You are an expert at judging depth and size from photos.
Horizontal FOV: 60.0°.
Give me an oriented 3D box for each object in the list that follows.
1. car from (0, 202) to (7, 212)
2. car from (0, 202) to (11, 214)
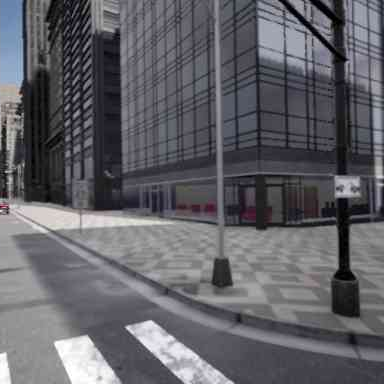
[{"bbox_3d":[-30.084,2.323,51.887,1.895,1.301,4.718,-1,0,-32],"label":"car"},{"bbox_3d":[-24.873,2.129,43.429,1.837,1.490,4.892,-1,0,-32],"label":"car"}]
